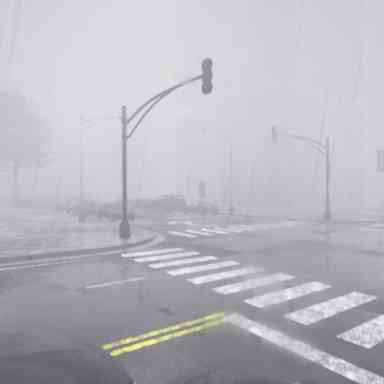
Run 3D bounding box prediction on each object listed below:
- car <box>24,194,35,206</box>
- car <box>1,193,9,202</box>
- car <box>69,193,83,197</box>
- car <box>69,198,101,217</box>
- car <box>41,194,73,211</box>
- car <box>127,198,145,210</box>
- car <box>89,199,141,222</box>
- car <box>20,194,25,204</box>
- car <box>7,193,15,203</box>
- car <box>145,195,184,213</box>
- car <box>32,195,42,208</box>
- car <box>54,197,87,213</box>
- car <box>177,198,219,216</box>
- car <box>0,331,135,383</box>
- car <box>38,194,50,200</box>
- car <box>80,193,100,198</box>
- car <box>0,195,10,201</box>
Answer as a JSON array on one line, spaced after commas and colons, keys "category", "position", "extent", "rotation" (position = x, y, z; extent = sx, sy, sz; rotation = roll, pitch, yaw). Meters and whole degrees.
[{"category": "car", "position": [-22.670, 1.384, 48.439], "extent": [1.752, 1.417, 4.829], "rotation": [0, 0, -36]}, {"category": "car", "position": [-36.137, 1.134, 66.748], "extent": [2.192, 1.841, 5.009], "rotation": [0, 0, -36]}, {"category": "car", "position": [-19.242, 1.108, 58.164], "extent": [2.192, 1.841, 5.009], "rotation": [0, 0, -36]}, {"category": "car", "position": [-9.406, 1.483, 30.405], "extent": [1.947, 1.339, 4.313], "rotation": [0, 0, -36]}, {"category": "car", "position": [-16.088, 1.324, 39.489], "extent": [1.967, 1.590, 4.097], "rotation": [0, 0, -36]}, {"category": "car", "position": [-5.877, 1.412, 39.995], "extent": [1.947, 1.339, 4.313], "rotation": [0, 0, -36]}, {"category": "car", "position": [-6.064, 1.503, 25.861], "extent": [1.947, 1.339, 4.313], "rotation": [0, 0, -36]}, {"category": "car", "position": [-26.113, 1.413, 53.119], "extent": [1.947, 1.339, 4.313], "rotation": [0, 0, -36]}, {"category": "car", "position": [-32.795, 1.373, 62.205], "extent": [1.887, 1.381, 4.507], "rotation": [0, 0, -36]}, {"category": "car", "position": [-2.537, 1.178, 35.452], "extent": [2.192, 1.841, 5.009], "rotation": [0, 0, -36]}, {"category": "car", "position": [-19.430, 1.452, 44.033], "extent": [1.802, 1.307, 4.206], "rotation": [0, 0, -36]}, {"category": "car", "position": [-12.747, 1.482, 34.947], "extent": [1.802, 1.307, 4.206], "rotation": [0, 0, -36]}, {"category": "car", "position": [0.805, 1.465, 30.910], "extent": [1.802, 1.307, 4.206], "rotation": [0, 0, -36]}, {"category": "car", "position": [-2.578, 1.503, 1.588], "extent": [4.892, 1.490, 1.837], "rotation": [1, -1, -37]}, {"category": "car", "position": [-36.045, 1.274, 81.014], "extent": [1.752, 1.417, 4.829], "rotation": [0, 0, -36]}, {"category": "car", "position": [-15.900, 1.349, 53.622], "extent": [1.887, 1.381, 4.507], "rotation": [0, 0, -36]}, {"category": "car", "position": [-42.818, 1.384, 75.834], "extent": [1.802, 1.307, 4.206], "rotation": [0, 0, -36]}]
